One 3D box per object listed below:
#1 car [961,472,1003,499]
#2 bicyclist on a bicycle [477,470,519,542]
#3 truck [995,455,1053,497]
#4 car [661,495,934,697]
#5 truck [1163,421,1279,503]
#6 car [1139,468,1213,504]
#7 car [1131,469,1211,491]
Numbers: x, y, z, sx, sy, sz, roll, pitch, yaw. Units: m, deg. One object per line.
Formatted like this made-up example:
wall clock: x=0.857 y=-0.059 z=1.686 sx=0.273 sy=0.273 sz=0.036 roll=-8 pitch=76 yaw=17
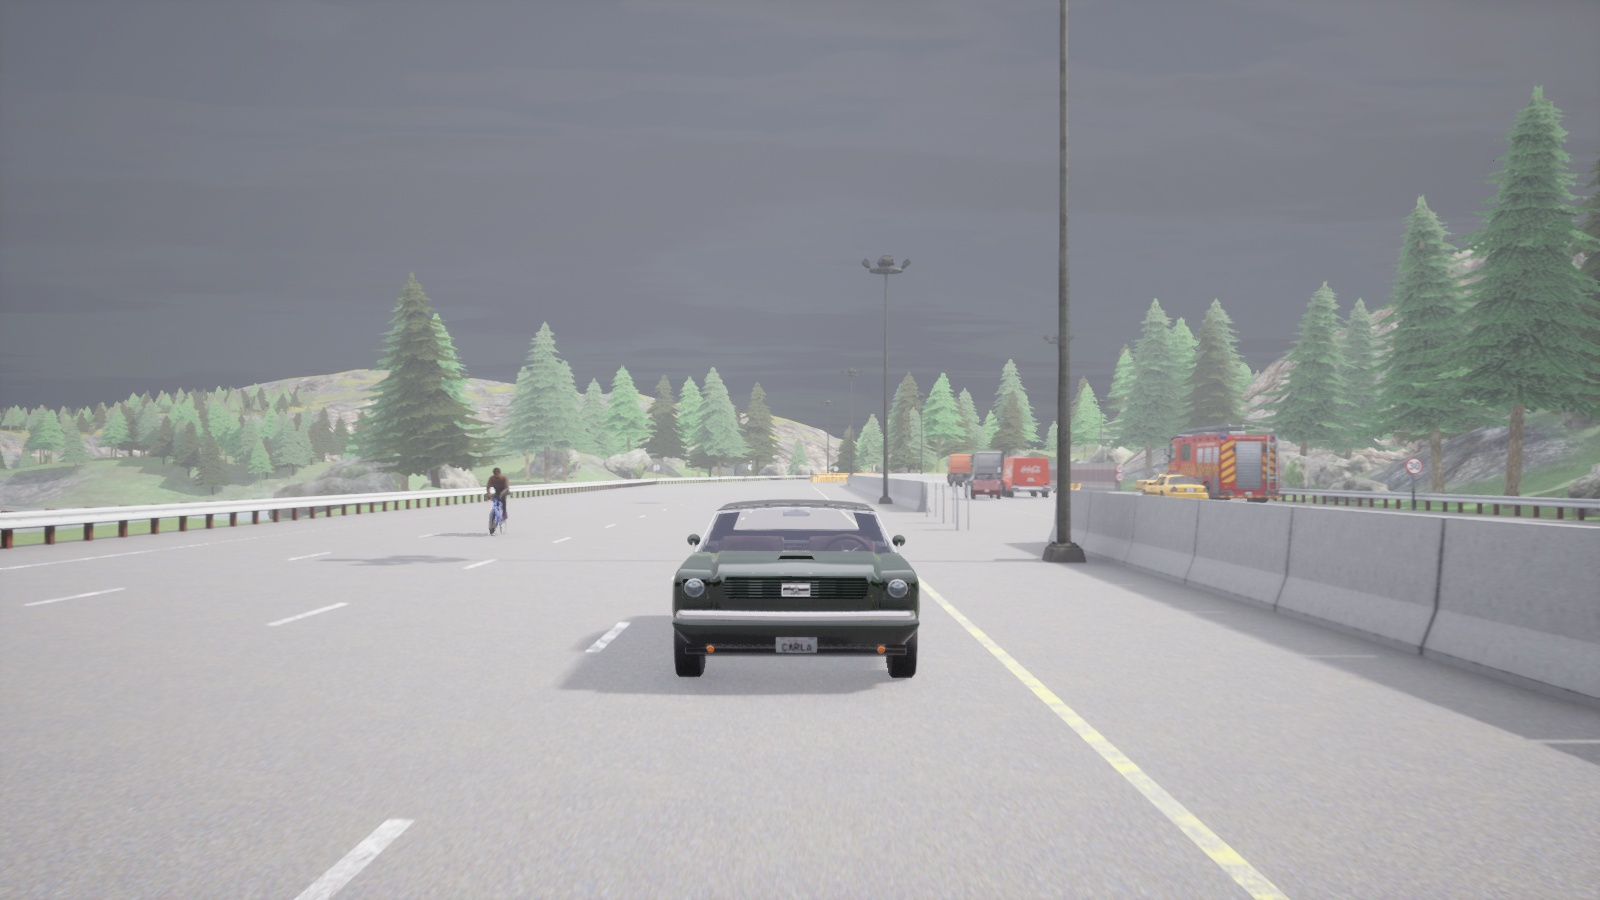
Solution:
car: x=10.333 y=1.984 z=71.445 sx=1.845 sy=1.501 sz=3.633 roll=0 pitch=-1 yaw=0
bicyclist on a bicycle: x=-7.069 y=1.288 z=29.413 sx=0.582 sy=1.620 sz=1.656 roll=0 pitch=-1 yaw=0
truck: x=13.813 y=1.579 z=77.790 sx=2.627 sy=2.467 sz=5.204 roll=0 pitch=-1 yaw=0
car: x=-0.025 y=1.101 z=11.096 sx=1.895 sy=1.301 sz=4.718 roll=0 pitch=-1 yaw=0
truck: x=20.847 y=0.617 z=62.737 sx=2.891 sy=3.827 sz=8.468 roll=0 pitch=-1 yaw=0
car: x=17.363 y=1.659 z=58.316 sx=1.801 sy=1.575 sz=5.366 roll=0 pitch=-1 yaw=0
car: x=27.064 y=2.178 z=91.693 sx=5.366 sy=1.575 sz=1.801 roll=0 pitch=-1 yaw=-11
